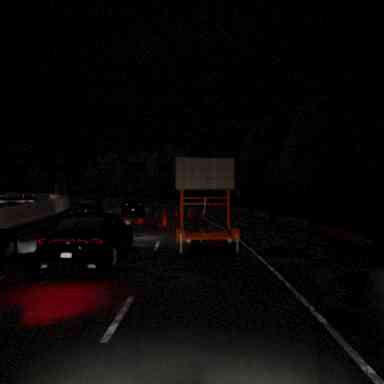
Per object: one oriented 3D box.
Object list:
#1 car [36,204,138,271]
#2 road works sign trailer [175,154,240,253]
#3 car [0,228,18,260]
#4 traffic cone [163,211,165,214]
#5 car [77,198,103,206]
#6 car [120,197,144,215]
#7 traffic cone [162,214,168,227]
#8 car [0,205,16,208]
[{"bbox_3d":[-3.107,1.371,10.571,1.882,1.535,5.008,0,1,-1],"label":"car"},{"bbox_3d":[0.499,0.340,13.082,2.380,3.560,2.880,0,1,-5],"label":"road works sign trailer"},{"bbox_3d":[-6.587,1.409,8.915,1.837,1.490,4.892,0,1,0],"label":"car"},{"bbox_3d":[-1.815,1.744,21.920,0.340,0.580,0.340,0,1,-5],"label":"traffic cone"},{"bbox_3d":[-8.420,1.250,27.400,1.812,1.442,4.674,0,1,-10],"label":"car"},{"bbox_3d":[-5.230,1.204,29.245,2.128,1.511,4.902,0,1,-11],"label":"car"},{"bbox_3d":[-1.630,1.763,19.929,0.340,0.580,0.340,0,1,-5],"label":"traffic cone"},{"bbox_3d":[-15.802,1.272,27.631,1.994,1.385,4.181,0,1,-12],"label":"car"}]
